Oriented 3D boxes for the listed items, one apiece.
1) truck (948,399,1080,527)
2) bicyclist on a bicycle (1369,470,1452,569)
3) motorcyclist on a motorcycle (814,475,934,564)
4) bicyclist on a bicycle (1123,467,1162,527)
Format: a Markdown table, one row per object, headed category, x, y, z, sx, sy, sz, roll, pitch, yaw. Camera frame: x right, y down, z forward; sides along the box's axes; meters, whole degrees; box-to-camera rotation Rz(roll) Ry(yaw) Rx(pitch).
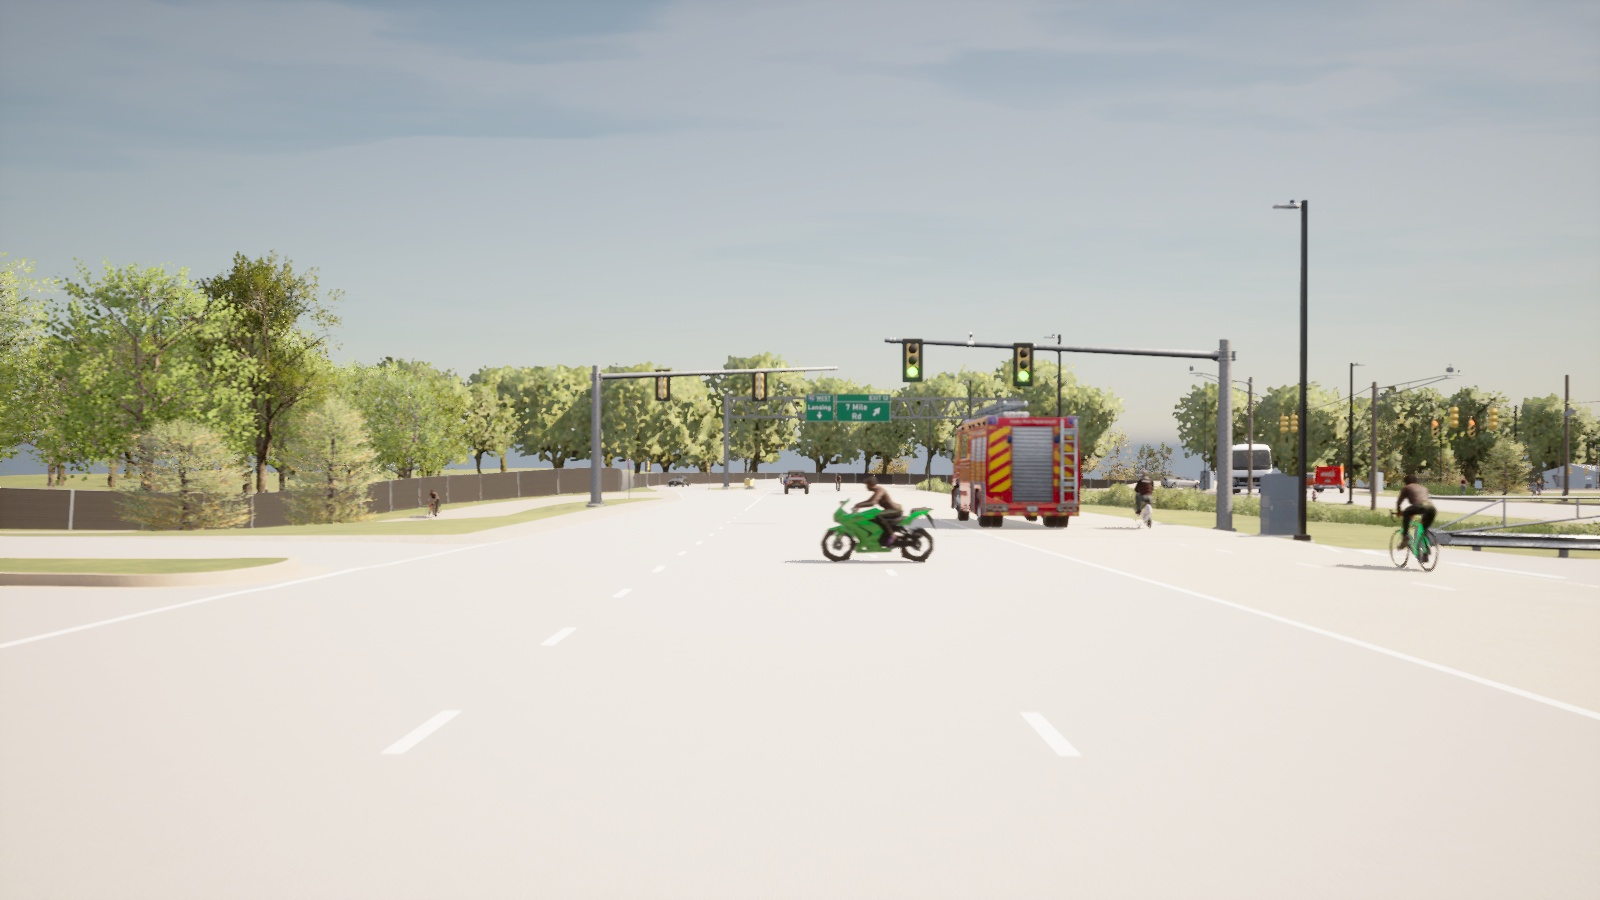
| category | x | y | z | sx | sy | sz | roll | pitch | yaw |
| --- | --- | --- | --- | --- | --- | --- | --- | --- | --- |
| truck | 6.893 | 0.468 | 41.706 | 2.891 | 3.827 | 8.468 | 0 | -1 | 0 |
| bicyclist on a bicycle | 10.456 | 1.165 | 21.554 | 0.582 | 1.620 | 1.656 | 2 | -2 | 0 |
| motorcyclist on a motorcycle | 1.291 | 1.209 | 22.115 | 2.044 | 1.523 | 0.797 | 0 | -1 | -1 |
| bicyclist on a bicycle | 10.405 | 1.422 | 38.171 | 0.659 | 1.776 | 1.843 | 0 | -1 | 0 |
